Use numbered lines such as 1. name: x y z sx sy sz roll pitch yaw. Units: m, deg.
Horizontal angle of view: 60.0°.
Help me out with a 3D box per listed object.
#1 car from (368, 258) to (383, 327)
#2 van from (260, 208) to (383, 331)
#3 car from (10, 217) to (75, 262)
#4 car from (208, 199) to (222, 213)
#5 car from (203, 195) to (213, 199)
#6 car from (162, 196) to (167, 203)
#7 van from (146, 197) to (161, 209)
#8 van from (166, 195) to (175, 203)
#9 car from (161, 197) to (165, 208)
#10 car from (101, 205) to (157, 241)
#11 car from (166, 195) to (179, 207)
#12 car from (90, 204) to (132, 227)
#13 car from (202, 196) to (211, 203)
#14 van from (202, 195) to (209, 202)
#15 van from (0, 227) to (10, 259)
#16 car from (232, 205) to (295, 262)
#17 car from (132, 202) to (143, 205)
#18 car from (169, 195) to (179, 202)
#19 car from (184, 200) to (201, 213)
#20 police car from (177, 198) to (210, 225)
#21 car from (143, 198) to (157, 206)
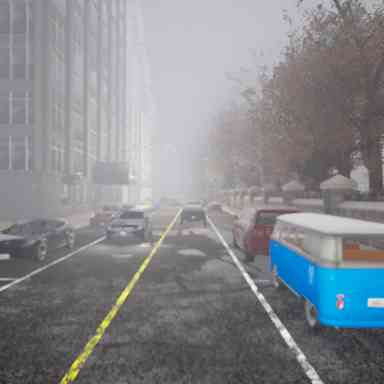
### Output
1. car: 2.695 1.449 1.136 1.967 1.590 4.097 0 0 0
2. van: 2.694 1.384 6.696 1.690 1.788 3.998 0 0 0
3. car: -5.835 1.644 12.517 1.947 1.339 4.313 0 0 0
4. car: 2.679 1.809 40.056 1.802 1.307 4.206 0 0 0
5. car: 2.912 1.640 61.741 2.192 1.841 5.009 1 0 1
6. car: -5.322 1.664 67.491 2.192 1.841 5.009 1 0 1
7. van: -5.702 1.596 45.880 1.690 1.788 3.998 1 0 0
8. van: -5.037 1.731 78.436 1.690 1.788 3.998 1 0 1
9. car: -5.676 1.847 51.421 1.947 1.339 4.313 1 0 1
10. car: -3.108 1.631 17.351 1.812 1.442 4.674 0 0 0
11. car: -2.912 1.817 58.475 1.837 1.490 4.892 0 0 2
12. car: -5.839 1.581 23.639 1.967 1.590 4.097 0 0 0
13. car: 3.338 1.827 78.170 1.967 1.590 4.097 1 0 1
14. van: 3.624 1.766 89.125 1.690 1.788 3.998 1 0 1
15. van: -5.831 1.385 6.958 1.690 1.788 3.998 0 0 0
16. car: 2.691 1.392 12.256 2.192 1.841 5.009 0 0 0
17. car: -5.842 1.737 29.198 1.947 1.339 4.313 0 0 0
18. car: -4.753 1.742 89.381 2.192 1.841 5.009 1 0 1
19. car: 0.062 1.783 41.906 2.033 1.411 5.357 0 0 0
20. police car: 0.087 1.578 25.882 1.930 1.638 5.238 0 0 0
21. car: -5.711 1.752 40.149 1.752 1.417 4.829 0 0 0
